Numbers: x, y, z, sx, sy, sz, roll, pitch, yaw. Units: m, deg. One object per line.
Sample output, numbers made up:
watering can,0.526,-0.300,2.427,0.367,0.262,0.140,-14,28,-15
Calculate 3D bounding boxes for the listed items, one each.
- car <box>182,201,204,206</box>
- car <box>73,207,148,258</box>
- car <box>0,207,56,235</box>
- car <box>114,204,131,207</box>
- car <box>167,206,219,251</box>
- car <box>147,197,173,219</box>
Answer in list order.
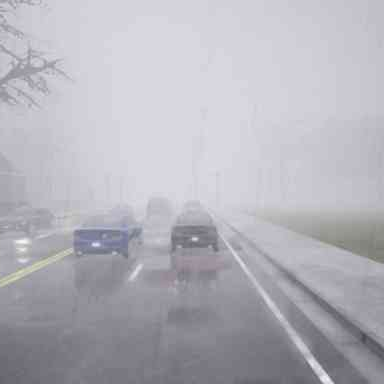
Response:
car,0.101,1.620,32.100,2.097,1.767,4.553,0,0,0
car,-3.149,1.591,13.368,1.882,1.535,5.008,0,0,0
car,-9.849,1.675,20.083,1.837,1.490,4.892,0,-1,0
car,-6.594,1.827,31.490,1.994,1.385,4.181,0,-1,0
car,0.104,1.602,14.712,1.882,1.535,5.008,0,0,0
car,-3.148,1.493,32.553,2.150,2.045,5.566,0,-1,0
